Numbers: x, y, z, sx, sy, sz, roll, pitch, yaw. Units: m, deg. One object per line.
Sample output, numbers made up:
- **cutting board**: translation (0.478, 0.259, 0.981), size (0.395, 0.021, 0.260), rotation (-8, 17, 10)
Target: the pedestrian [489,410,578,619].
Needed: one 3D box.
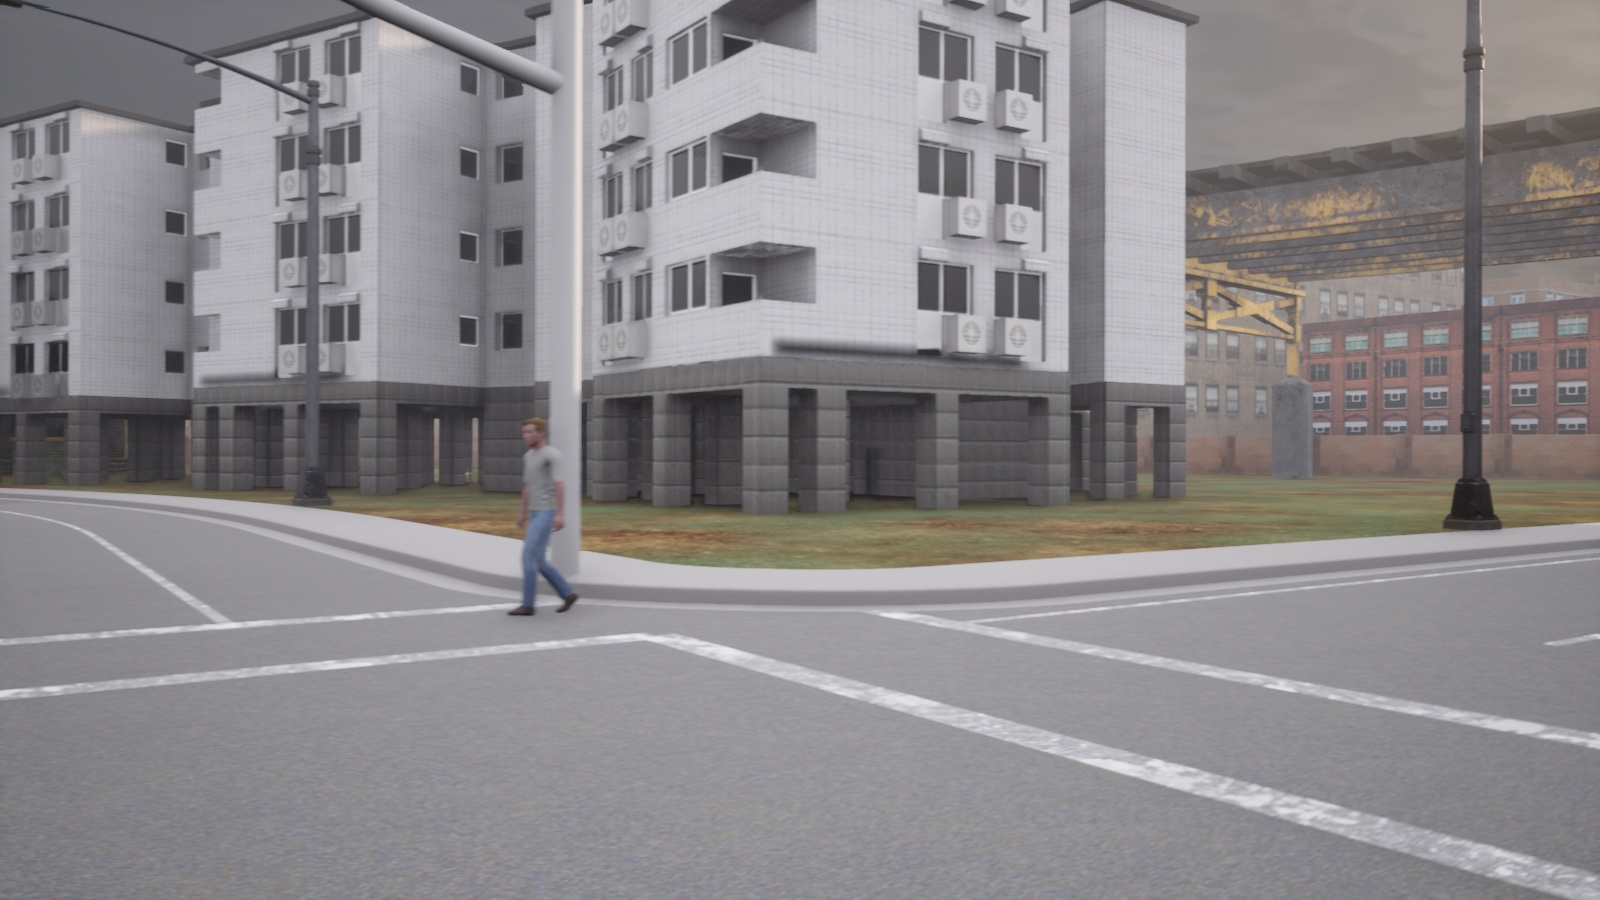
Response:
- **pedestrian**: translation (-2.408, 0.566, 11.368), size (0.706, 1.836, 0.354), rotation (0, 0, -37)
